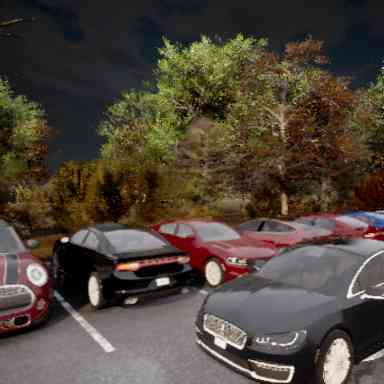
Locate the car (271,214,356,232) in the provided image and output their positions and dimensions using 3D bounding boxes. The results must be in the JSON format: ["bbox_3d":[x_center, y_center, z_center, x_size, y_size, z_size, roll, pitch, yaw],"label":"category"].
[{"bbox_3d":[2.706,1.598,11.558,2.163,1.488,4.792,1,0,-36],"label":"car"}]

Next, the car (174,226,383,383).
[{"bbox_3d":[2.311,1.554,5.338,4.892,1.490,1.837,1,0,-36],"label":"car"}]

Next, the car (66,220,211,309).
[{"bbox_3d":[-1.970,1.511,8.176,2.097,1.535,5.008,1,0,-36],"label":"car"}]

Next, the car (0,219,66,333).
[{"bbox_3d":[-4.287,1.357,6.565,2.185,1.767,4.553,1,0,-36],"label":"car"}]

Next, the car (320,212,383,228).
[{"bbox_3d":[5.024,1.597,13.172,2.097,1.535,5.008,1,0,-36],"label":"car"}]

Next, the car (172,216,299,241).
[{"bbox_3d":[0.322,1.539,9.825,2.097,1.535,5.008,1,0,-36],"label":"car"}]
